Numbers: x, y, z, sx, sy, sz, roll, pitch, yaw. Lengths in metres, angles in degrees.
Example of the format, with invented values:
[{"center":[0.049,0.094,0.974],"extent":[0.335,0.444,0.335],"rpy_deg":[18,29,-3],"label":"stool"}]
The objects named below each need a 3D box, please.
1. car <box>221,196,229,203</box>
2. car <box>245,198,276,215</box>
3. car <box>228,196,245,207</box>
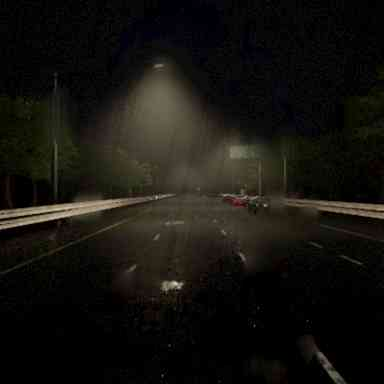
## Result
[{"center":[7.248,1.487,68.316],"extent":[1.812,1.442,4.674],"rpy_deg":[0,0,0],"label":"car"},{"center":[7.065,1.347,34.091],"extent":[2.097,1.767,4.553],"rpy_deg":[0,0,0],"label":"car"},{"center":[7.146,1.547,51.051],"extent":[1.994,1.385,4.181],"rpy_deg":[0,0,0],"label":"car"}]
